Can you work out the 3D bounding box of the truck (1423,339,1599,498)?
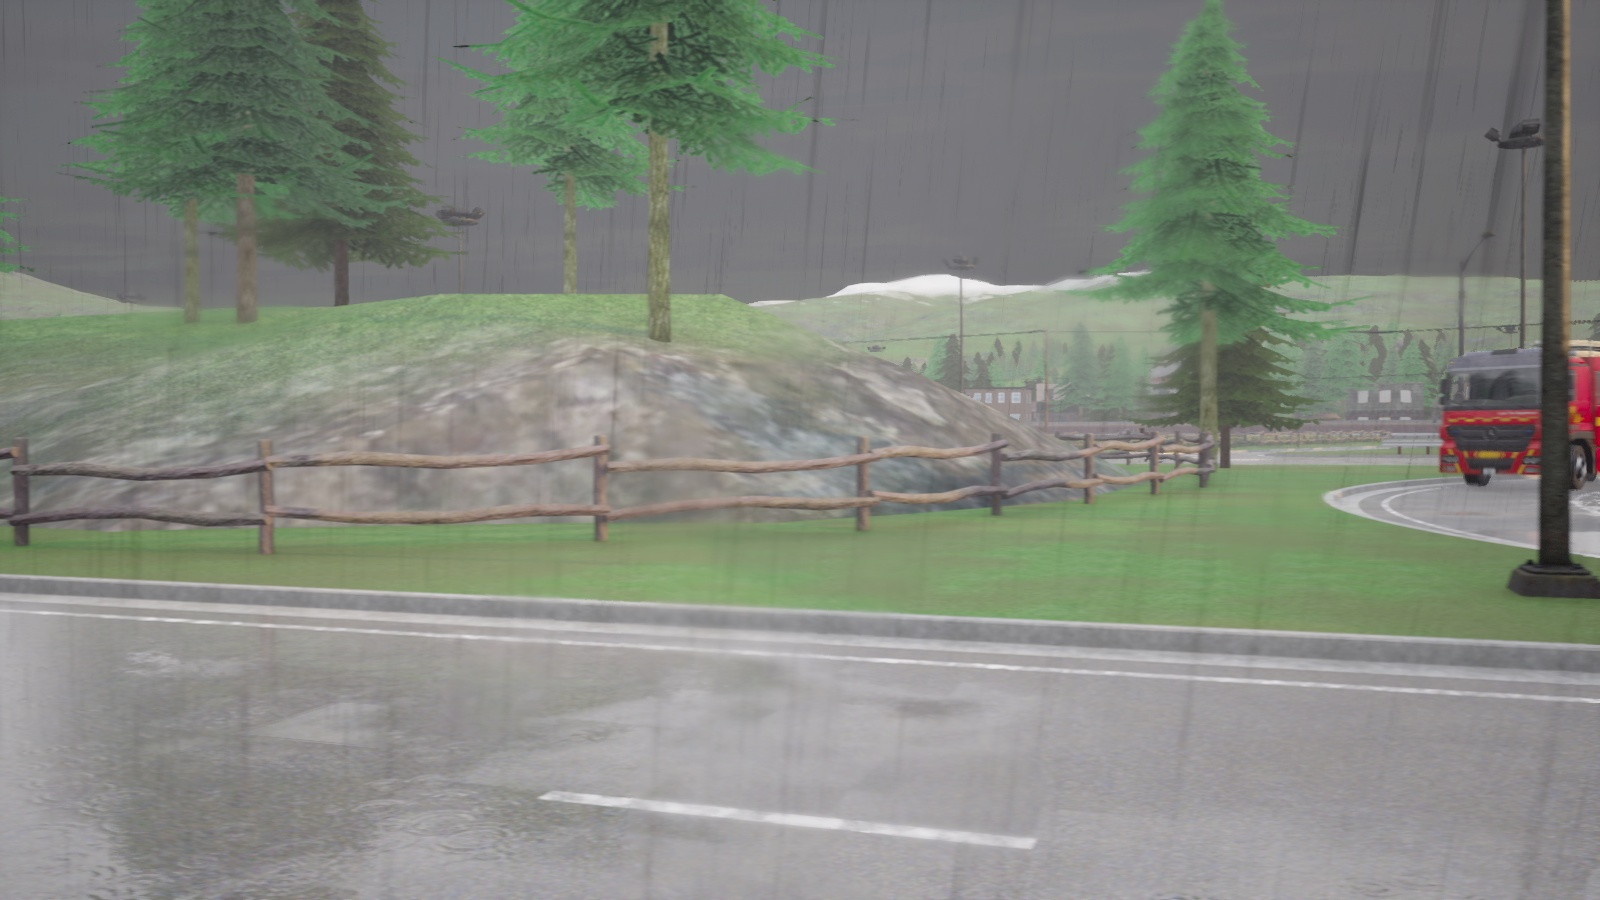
[{"bbox_3d":[20.519,-0.801,33.725,8.468,3.827,2.891,0,1,-33],"label":"truck"}]
